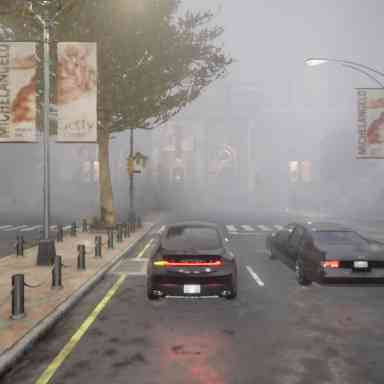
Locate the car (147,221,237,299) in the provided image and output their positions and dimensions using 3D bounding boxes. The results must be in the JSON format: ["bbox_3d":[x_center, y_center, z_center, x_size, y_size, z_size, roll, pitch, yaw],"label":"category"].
[{"bbox_3d":[-0.003,1.505,8.436,1.837,1.490,4.892,0,0,0],"label":"car"}]

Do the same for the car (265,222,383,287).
[{"bbox_3d":[3.496,1.547,9.400,2.033,1.411,5.357,0,0,0],"label":"car"}]
